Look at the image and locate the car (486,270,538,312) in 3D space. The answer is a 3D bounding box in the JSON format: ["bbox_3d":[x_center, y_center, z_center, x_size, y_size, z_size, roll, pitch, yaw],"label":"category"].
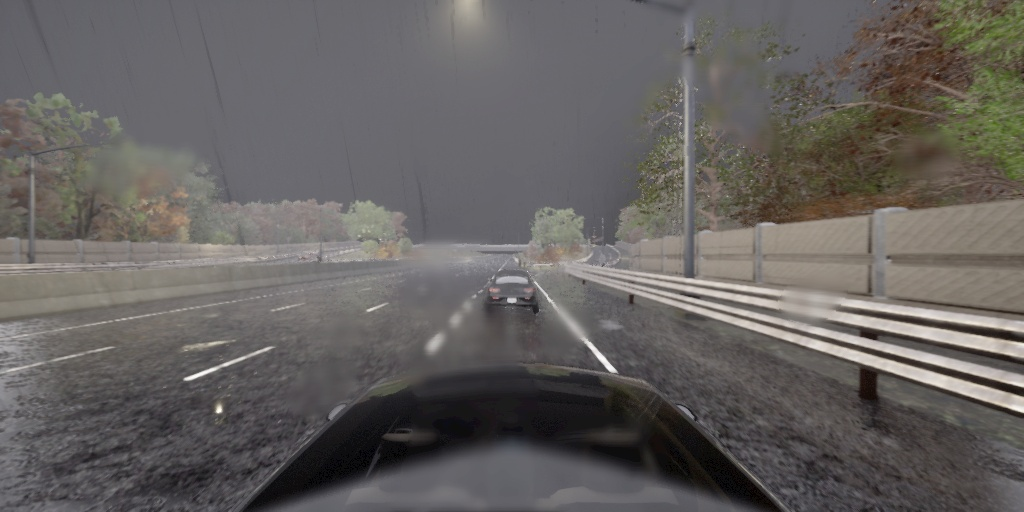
[{"bbox_3d":[-0.001,1.275,13.994,1.812,1.442,4.674,0,0,0],"label":"car"}]
